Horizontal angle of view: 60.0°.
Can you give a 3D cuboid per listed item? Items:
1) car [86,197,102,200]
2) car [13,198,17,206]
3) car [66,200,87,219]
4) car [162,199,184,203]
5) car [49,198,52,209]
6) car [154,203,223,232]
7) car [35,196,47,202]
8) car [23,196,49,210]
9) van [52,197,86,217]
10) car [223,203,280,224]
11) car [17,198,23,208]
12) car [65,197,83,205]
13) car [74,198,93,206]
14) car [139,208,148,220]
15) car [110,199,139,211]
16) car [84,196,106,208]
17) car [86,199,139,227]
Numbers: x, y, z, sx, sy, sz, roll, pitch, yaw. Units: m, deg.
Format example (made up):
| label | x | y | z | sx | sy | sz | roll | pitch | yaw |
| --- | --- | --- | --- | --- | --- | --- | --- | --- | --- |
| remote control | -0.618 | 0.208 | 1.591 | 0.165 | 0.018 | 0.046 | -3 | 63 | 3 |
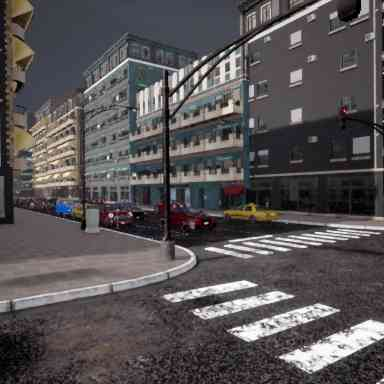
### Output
| label | x | y | z | sx | sy | sz | roll | pitch | yaw |
| --- | --- | --- | --- | --- | --- | --- | --- | --- | --- |
| car | -11.734 | 1.615 | 36.768 | 1.837 | 1.490 | 4.892 | -1 | 0 | -35 |
| car | -31.512 | 1.782 | 60.003 | 1.887 | 1.381 | 4.507 | -1 | 1 | -36 |
| car | -8.905 | 1.652 | 28.334 | 1.752 | 1.417 | 4.829 | -1 | 1 | -36 |
| car | -2.185 | 1.441 | 33.340 | 1.967 | 1.590 | 4.097 | -1 | 1 | -36 |
| car | -19.849 | 1.656 | 48.274 | 1.837 | 1.490 | 4.892 | -1 | 0 | -35 |
| car | -0.334 | 1.623 | 20.785 | 1.994 | 1.385 | 4.181 | -1 | 0 | -36 |
| car | -37.554 | 1.727 | 82.889 | 1.887 | 1.381 | 4.507 | -1 | 1 | -36 |
| car | -21.868 | 1.628 | 46.489 | 1.967 | 1.590 | 4.097 | -1 | 1 | -36 |
| van | -12.222 | 1.483 | 32.975 | 1.690 | 1.788 | 3.998 | -1 | 1 | -36 |
| car | 4.148 | 1.498 | 24.471 | 1.752 | 1.417 | 4.829 | -1 | 1 | -36 |
| car | -25.081 | 1.769 | 50.994 | 1.947 | 1.339 | 4.313 | -1 | 1 | -36 |
| car | -21.477 | 1.645 | 60.367 | 2.008 | 1.369 | 4.403 | -1 | 1 | -36 |
| car | -18.261 | 1.643 | 55.862 | 1.947 | 1.339 | 4.313 | -1 | 1 | -36 |
| car | -5.783 | 1.630 | 28.417 | 2.033 | 1.411 | 5.357 | -1 | 0 | -35 |
| car | -8.615 | 1.581 | 42.349 | 2.008 | 1.369 | 4.403 | -1 | 1 | -36 |
| car | -15.048 | 1.502 | 51.357 | 1.967 | 1.590 | 4.097 | -1 | 1 | -36 |
| car | -5.790 | 1.553 | 23.968 | 1.967 | 1.590 | 4.097 | -1 | 1 | -36 |
